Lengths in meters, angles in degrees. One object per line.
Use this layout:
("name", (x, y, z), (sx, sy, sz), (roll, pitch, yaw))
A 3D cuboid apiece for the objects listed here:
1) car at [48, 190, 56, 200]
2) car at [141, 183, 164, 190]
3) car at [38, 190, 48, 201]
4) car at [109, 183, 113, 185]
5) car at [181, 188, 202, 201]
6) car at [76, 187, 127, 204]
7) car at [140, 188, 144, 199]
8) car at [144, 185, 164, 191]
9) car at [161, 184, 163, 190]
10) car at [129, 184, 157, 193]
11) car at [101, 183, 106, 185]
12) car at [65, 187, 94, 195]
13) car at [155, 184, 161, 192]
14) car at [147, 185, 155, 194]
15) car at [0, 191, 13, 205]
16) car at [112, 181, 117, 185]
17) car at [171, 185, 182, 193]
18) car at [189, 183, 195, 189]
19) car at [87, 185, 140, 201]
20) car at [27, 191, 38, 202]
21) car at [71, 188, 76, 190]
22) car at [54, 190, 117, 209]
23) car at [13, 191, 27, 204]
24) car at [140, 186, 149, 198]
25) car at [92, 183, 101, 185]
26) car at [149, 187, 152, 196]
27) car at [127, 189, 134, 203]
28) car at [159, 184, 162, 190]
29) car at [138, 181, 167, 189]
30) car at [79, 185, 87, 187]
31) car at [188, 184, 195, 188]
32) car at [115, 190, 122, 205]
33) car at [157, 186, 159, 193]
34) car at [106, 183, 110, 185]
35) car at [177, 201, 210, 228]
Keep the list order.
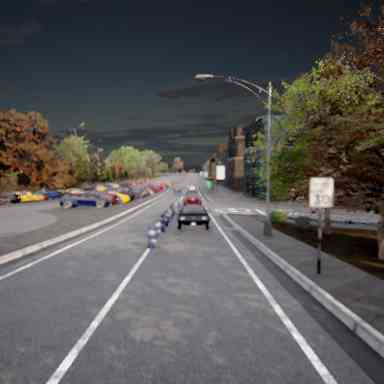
("car", (-23.004, 0.581, 48.280), (4.792, 1.488, 2.163), (0, 1, 0))
("car", (-9.694, -0.671, 78.990), (4.674, 1.452, 2.002), (0, 3, 0))
("car", (-23.241, 0.604, 45.626), (5.366, 1.575, 1.946), (0, 1, 0))
("car", (-22.939, -0.880, 81.836), (5.366, 1.575, 1.946), (0, 3, 0))
("car", (0.065, 0.726, 38.637), (2.097, 1.767, 4.553), (0, 2, 0))
("car", (-10.076, 0.607, 37.211), (4.553, 1.767, 2.185), (0, 1, 0))
("car", (-9.923, 0.584, 48.352), (4.792, 1.488, 2.163), (0, 2, 0))
("car", (-9.645, -1.033, 84.544), (5.008, 1.535, 2.097), (0, 3, 0))
("car", (-9.691, -0.525, 76.208), (4.792, 1.488, 2.163), (0, 3, 0))
("car", (-9.844, -0.134, 65.062), (4.553, 1.767, 2.185), (0, 3, 0))
("car", (-22.832, -0.678, 76.144), (4.553, 1.767, 2.185), (0, 3, 0))
("car", (-22.876, -0.133, 67.791), (5.008, 1.535, 2.097), (0, 3, 0))
("car", (-9.760, -0.266, 70.638), (5.008, 1.535, 2.097), (0, 3, 0))
("car", (-9.867, -0.019, 62.284), (4.553, 1.767, 2.185), (0, 2, 0))
("car", (-23.129, 0.767, 37.127), (4.674, 1.452, 2.002), (0, 0, 0))
("car", (-22.702, -1.288, 84.600), (5.566, 2.045, 2.435), (0, 3, 0))
("car", (-3.308, -0.528, 75.441), (1.812, 1.442, 4.674), (0, 3, 0))
("car", (-0.033, -1.628, 92.855), (1.812, 1.442, 4.674), (0, 3, 0))
("car", (-10.027, 0.411, 42.781), (5.566, 2.045, 2.435), (0, 1, 0))
("car", (-23.264, 0.653, 42.831), (5.366, 1.575, 1.946), (0, 1, 0))
("car", (-22.956, 0.307, 56.775), (4.892, 1.521, 2.231), (0, 2, 0))
("car", (-10.062, 0.807, 31.642), (4.792, 1.488, 2.163), (0, 0, 0))
("car", (-23.130, 0.726, 40.039), (4.792, 1.488, 2.163), (0, 1, 1))
("car", (-9.874, 0.275, 53.927), (4.553, 1.767, 2.185), (0, 2, 0))
("car", (-22.876, -0.515, 70.565), (5.566, 2.045, 2.435), (0, 3, 0))
("car", (-9.853, 0.340, 56.719), (4.792, 1.488, 2.163), (0, 2, 0))
("car", (-10.016, 0.702, 39.991), (5.008, 1.535, 2.097), (0, 1, 0))
("car", (-9.738, -0.406, 73.423), (5.008, 1.535, 2.097), (0, 3, 0))
("car", (-9.702, -1.123, 81.752), (5.566, 2.045, 2.435), (0, 3, 0))
("car", (-22.708, -0.012, 65.002), (5.366, 1.575, 1.946), (0, 2, 0))
("car", (-0.051, -0.940, 82.842), (1.812, 1.442, 4.674), (0, 3, 0))
("car", (-10.097, 0.785, 34.426), (4.792, 1.488, 2.163), (0, 0, 0))
("car", (-9.792, -0.093, 67.854), (4.674, 1.452, 2.002), (0, 3, 0))
("car", (-22.772, -0.708, 78.931), (5.008, 1.535, 2.097), (0, 3, 0))
("car", (0.083, 1.476, 20.866), (1.895, 1.301, 4.718), (0, 1, 0))
